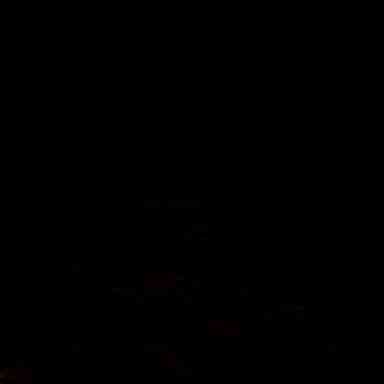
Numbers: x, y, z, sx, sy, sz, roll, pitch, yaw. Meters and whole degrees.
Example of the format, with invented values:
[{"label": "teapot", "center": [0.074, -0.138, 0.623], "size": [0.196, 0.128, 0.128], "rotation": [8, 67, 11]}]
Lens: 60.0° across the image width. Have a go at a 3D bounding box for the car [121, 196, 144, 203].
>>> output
[{"label": "car", "center": [-13.366, 1.583, 74.677], "size": [5.008, 1.535, 1.882], "rotation": [1, 0, 10]}]
